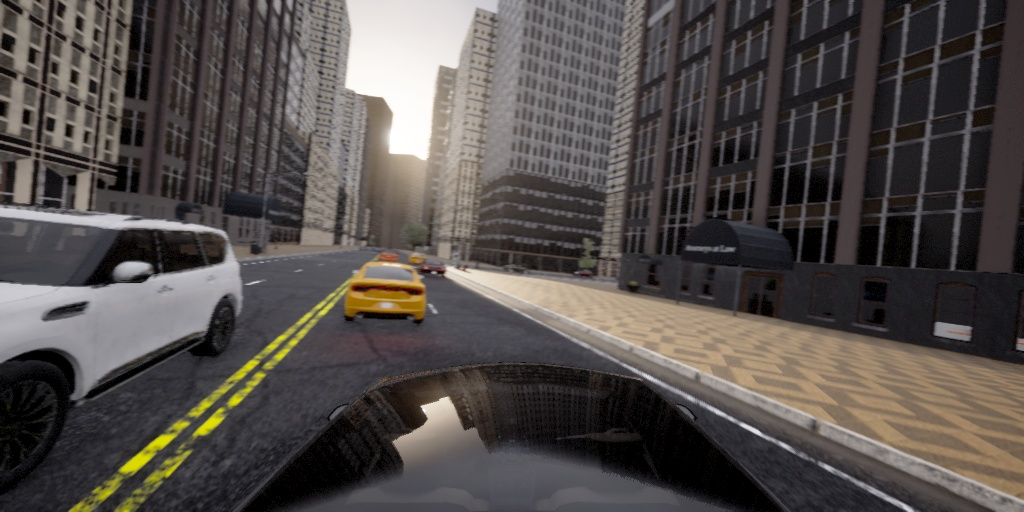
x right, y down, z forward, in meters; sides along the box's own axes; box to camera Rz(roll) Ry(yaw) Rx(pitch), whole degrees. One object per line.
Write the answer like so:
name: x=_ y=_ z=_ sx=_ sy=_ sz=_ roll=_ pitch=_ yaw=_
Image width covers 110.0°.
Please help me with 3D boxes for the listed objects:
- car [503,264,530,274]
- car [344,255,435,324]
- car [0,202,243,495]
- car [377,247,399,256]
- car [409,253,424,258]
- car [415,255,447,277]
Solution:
car: x=0.651 y=2.038 z=56.326 sx=4.403 sy=1.370 sz=2.007 roll=0 pitch=0 yaw=-20
car: x=-3.665 y=0.918 z=10.598 sx=1.882 sy=1.535 sz=5.008 roll=6 pitch=0 yaw=-19
car: x=-4.957 y=0.482 z=3.831 sx=2.150 sy=2.045 sz=5.566 roll=6 pitch=-1 yaw=-19
car: x=-14.221 y=-0.050 z=41.520 sx=2.097 sy=1.767 sz=4.553 roll=6 pitch=0 yaw=-19
car: x=-11.165 y=0.392 z=42.516 sx=1.882 sy=1.535 sz=5.008 roll=6 pitch=0 yaw=-17
car: x=-6.453 y=0.891 z=28.676 sx=1.895 sy=1.301 sz=4.718 roll=6 pitch=0 yaw=-19
